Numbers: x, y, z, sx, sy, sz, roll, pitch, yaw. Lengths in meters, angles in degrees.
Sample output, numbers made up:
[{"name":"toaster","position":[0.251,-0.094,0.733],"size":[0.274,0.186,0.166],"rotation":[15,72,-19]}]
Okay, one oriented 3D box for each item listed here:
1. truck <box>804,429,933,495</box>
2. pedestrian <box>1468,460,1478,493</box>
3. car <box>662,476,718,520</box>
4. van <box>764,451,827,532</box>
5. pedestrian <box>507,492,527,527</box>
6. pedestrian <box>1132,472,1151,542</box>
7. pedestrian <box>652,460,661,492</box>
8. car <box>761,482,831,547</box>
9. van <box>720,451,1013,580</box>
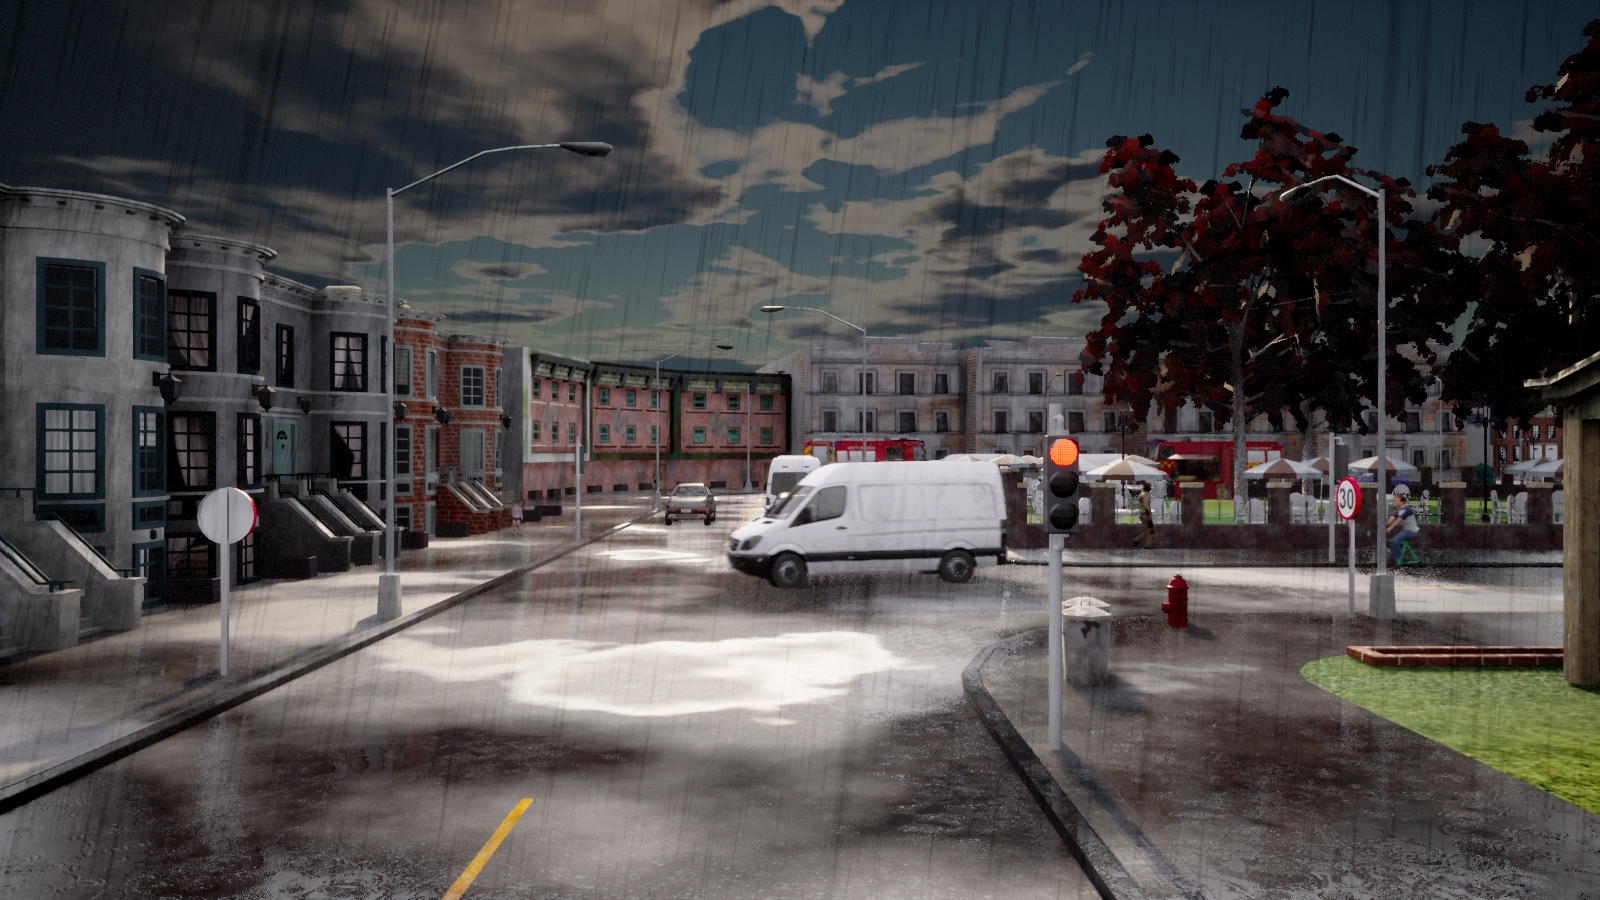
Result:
[{"name":"truck","position":[4.295,0.672,70.228],"size":[8.468,3.827,2.891],"rotation":[0,0,-43]},{"name":"pedestrian","position":[38.804,1.524,65.862],"size":[0.375,1.860,0.375],"rotation":[0,0,8]},{"name":"car","position":[-4.154,1.806,43.645],"size":[1.789,1.549,3.705],"rotation":[0,0,0]},{"name":"van","position":[-0.147,1.315,39.074],"size":[1.988,2.561,5.915],"rotation":[0,0,0]},{"name":"pedestrian","position":[-9.113,1.904,36.794],"size":[0.500,1.100,0.500],"rotation":[0,0,1]},{"name":"pedestrian","position":[9.133,1.517,30.550],"size":[0.375,1.860,0.375],"rotation":[0,0,0]},{"name":"pedestrian","position":[-8.387,1.525,66.708],"size":[0.375,1.860,0.375],"rotation":[0,0,23]},{"name":"car","position":[-0.119,1.779,32.373],"size":[1.851,1.617,3.988],"rotation":[0,0,0]},{"name":"van","position":[1.387,1.315,24.399],"size":[5.915,2.561,1.988],"rotation":[0,-1,-14]}]
